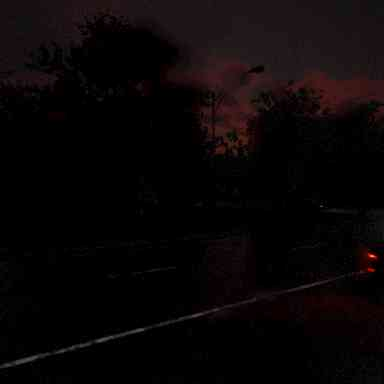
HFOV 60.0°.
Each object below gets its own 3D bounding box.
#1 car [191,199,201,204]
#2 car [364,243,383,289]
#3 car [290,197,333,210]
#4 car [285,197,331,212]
[{"bbox_3d":[-0.213,1.465,60.307,1.895,1.301,4.718,0,0,-37],"label":"car"},{"bbox_3d":[5.859,1.508,7.769,4.674,1.442,1.812,0,0,-35],"label":"car"},{"bbox_3d":[14.640,1.385,40.896,1.812,1.442,4.674,0,0,-37],"label":"car"},{"bbox_3d":[12.877,1.377,37.441,1.837,1.490,4.892,0,2,-37],"label":"car"}]
